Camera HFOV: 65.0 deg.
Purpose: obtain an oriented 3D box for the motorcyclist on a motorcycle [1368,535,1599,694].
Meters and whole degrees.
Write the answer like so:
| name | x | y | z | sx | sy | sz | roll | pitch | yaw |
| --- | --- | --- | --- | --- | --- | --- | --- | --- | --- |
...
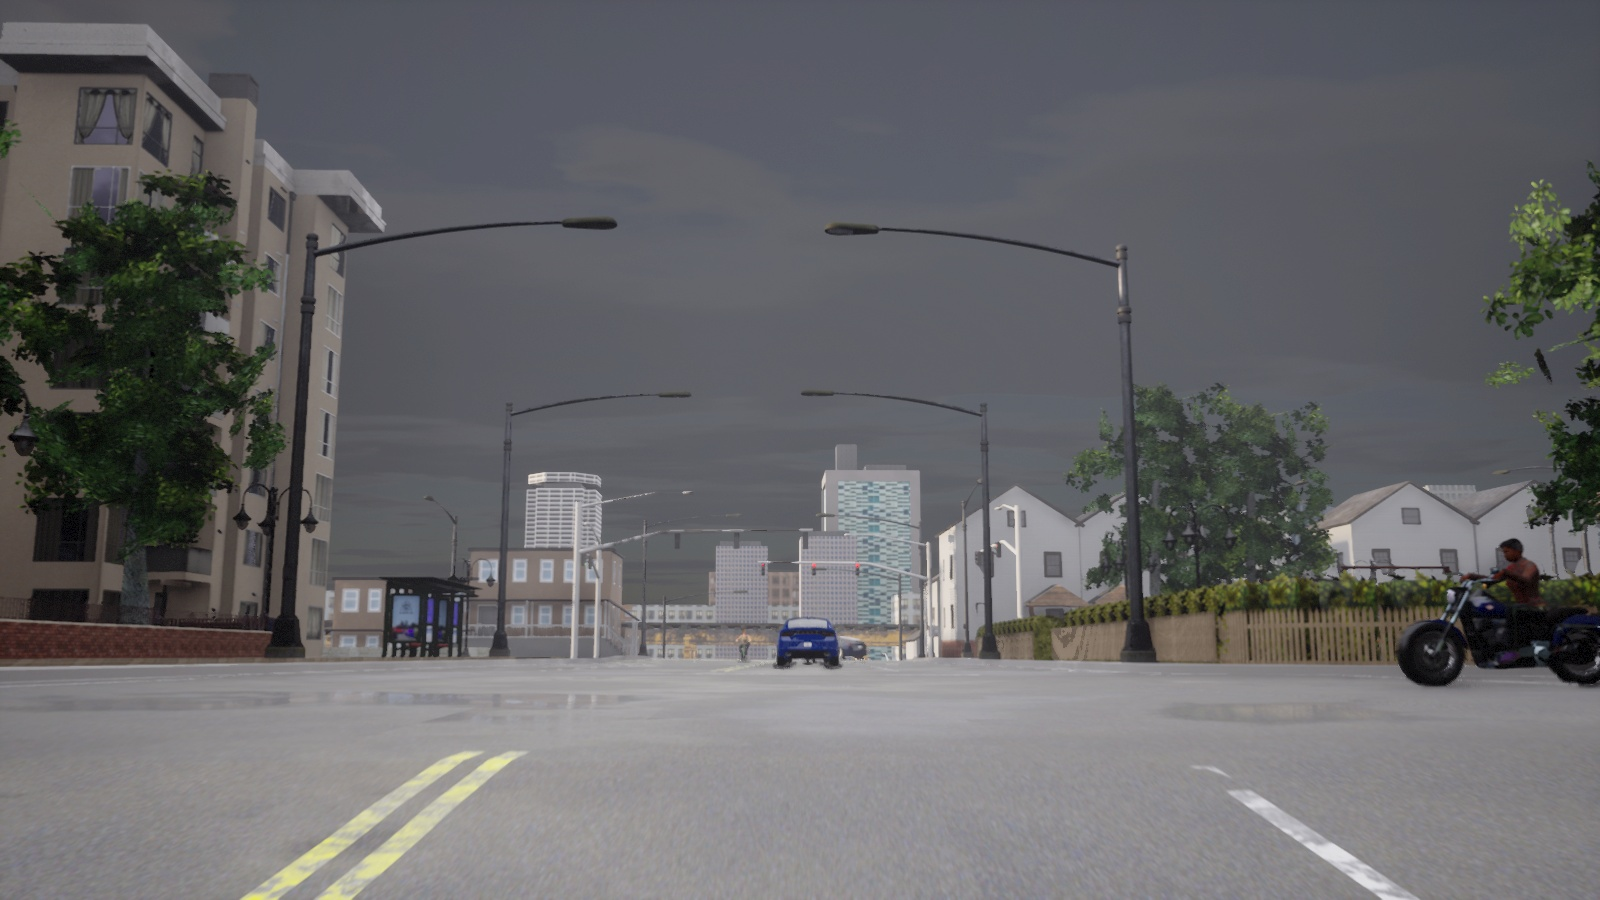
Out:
| name | x | y | z | sx | sy | sz | roll | pitch | yaw |
| --- | --- | --- | --- | --- | --- | --- | --- | --- | --- |
| motorcyclist on a motorcycle | 7.623 | 1.795 | 13.732 | 2.350 | 1.649 | 0.766 | -1 | -9 | -1 |

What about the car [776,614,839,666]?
| name | x | y | z | sx | sy | sz | roll | pitch | yaw |
| --- | --- | --- | --- | --- | --- | --- | --- | --- | --- |
| car | 0.239 | 6.117 | 40.159 | 1.882 | 1.535 | 5.008 | 0 | -9 | 0 |

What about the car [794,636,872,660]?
| name | x | y | z | sx | sy | sz | roll | pitch | yaw |
| --- | --- | --- | --- | --- | --- | --- | --- | --- | --- |
| car | 2.071 | 12.540 | 79.463 | 2.163 | 1.488 | 4.792 | 9 | -13 | -43 |
